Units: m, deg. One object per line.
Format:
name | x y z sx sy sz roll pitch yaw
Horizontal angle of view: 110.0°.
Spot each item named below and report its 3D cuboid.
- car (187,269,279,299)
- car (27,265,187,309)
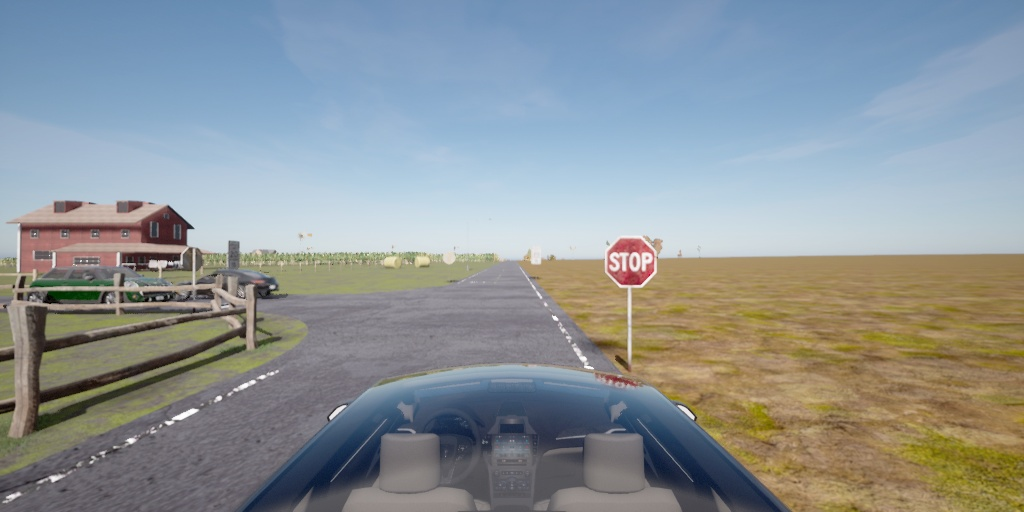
car | -14.214 1.398 17.937 4.674 1.442 1.812 0 -1 2
car | -17.007 1.200 15.049 4.553 1.767 2.097 0 -1 0
